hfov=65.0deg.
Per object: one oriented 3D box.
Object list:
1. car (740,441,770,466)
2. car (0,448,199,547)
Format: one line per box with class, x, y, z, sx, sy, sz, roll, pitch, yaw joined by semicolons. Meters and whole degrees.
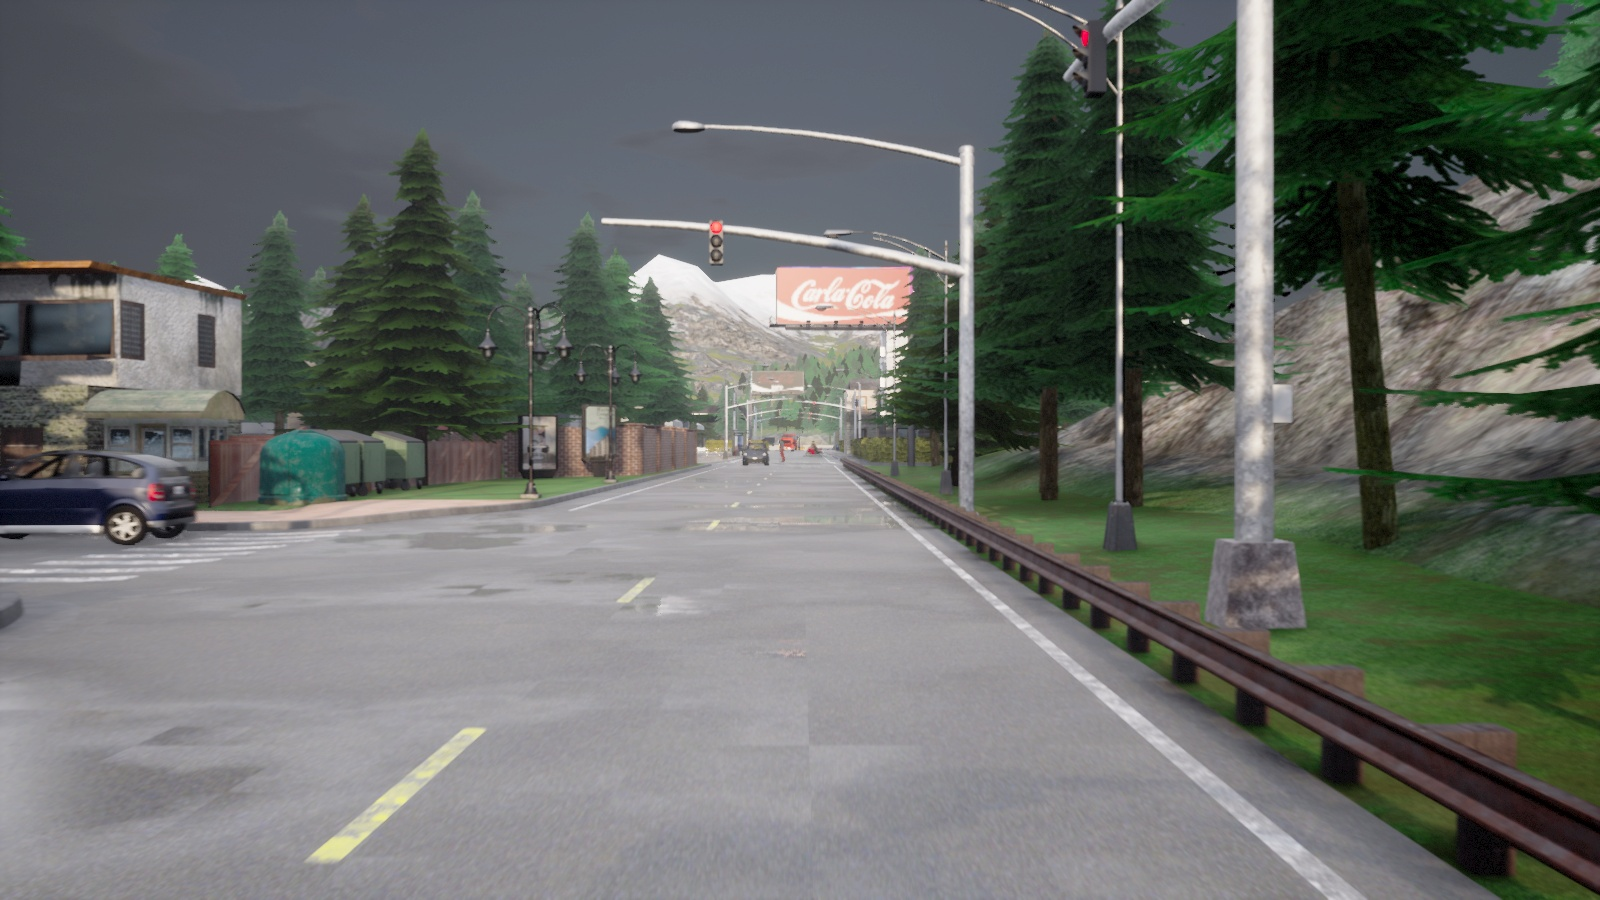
car;-2.998;0.258;85.110;1.851;1.617;3.988;0;-1;0
car;-12.201;0.756;20.751;3.705;1.549;1.789;0;0;-4
